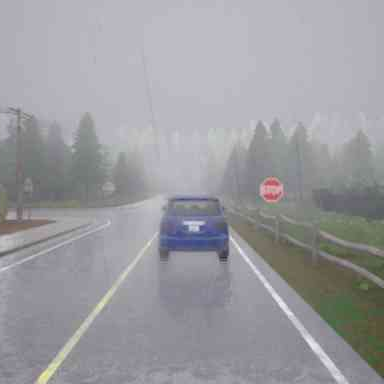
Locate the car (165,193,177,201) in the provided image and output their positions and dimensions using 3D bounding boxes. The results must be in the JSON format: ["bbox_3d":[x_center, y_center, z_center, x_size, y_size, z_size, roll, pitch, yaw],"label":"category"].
[{"bbox_3d":[-3.793,0.938,60.777,1.994,1.385,4.181,0,1,-1],"label":"car"}]

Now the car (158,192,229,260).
[{"bbox_3d":[0.057,1.094,12.020,2.150,2.045,5.566,0,1,0],"label":"car"}]

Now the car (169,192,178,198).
[{"bbox_3d":[-4.223,0.658,76.905,1.994,1.385,4.181,0,1,-2],"label":"car"}]
